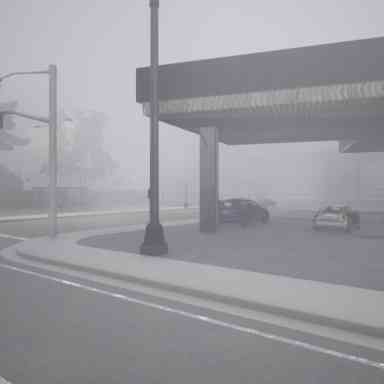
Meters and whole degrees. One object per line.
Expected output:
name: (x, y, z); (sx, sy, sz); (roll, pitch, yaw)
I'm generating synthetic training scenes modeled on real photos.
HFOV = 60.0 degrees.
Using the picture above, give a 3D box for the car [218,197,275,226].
car: (3.376, 1.294, 22.064); (2.242, 1.667, 4.611); (0, 0, 37)

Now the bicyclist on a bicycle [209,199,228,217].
bicyclist on a bicycle: (2.456, 1.452, 30.454); (1.656, 1.620, 0.582); (0, 0, 18)

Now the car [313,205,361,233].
car: (8.450, 1.455, 19.265); (1.970, 1.475, 3.806); (0, 0, 37)

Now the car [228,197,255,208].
car: (7.471, 1.503, 49.853); (1.837, 1.490, 4.892); (0, 0, 36)

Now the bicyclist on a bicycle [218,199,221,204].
bicyclist on a bicycle: (2.495, 1.386, 29.719); (0.582, 1.620, 1.656); (0, -9, -36)

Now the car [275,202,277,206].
car: (10.459, 1.546, 48.004); (2.033, 1.411, 5.357); (0, 0, 37)
